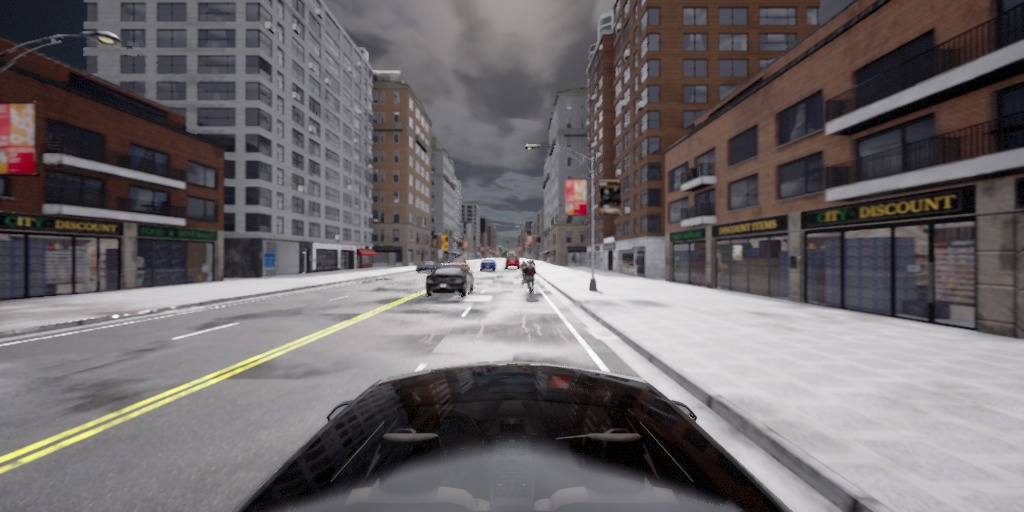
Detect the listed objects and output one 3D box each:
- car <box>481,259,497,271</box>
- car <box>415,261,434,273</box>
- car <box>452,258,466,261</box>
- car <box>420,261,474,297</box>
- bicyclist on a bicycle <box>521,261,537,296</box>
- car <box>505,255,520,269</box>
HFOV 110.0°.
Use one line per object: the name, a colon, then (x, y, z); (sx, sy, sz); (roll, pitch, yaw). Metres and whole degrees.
car: (-3.125, 1.187, 48.253); (1.882, 1.535, 5.008); (0, 0, 0)
car: (-9.813, 1.262, 42.177); (2.033, 1.411, 5.357); (0, 0, 0)
car: (-6.558, 1.063, 43.986); (2.097, 1.767, 4.553); (0, 0, 0)
car: (-3.141, 1.211, 18.853); (1.882, 1.535, 5.008); (0, 0, 0)
bicyclist on a bicycle: (0.901, 1.106, 17.551); (0.659, 1.776, 1.843); (0, 0, 0)
car: (0.081, 0.927, 56.020); (2.150, 2.045, 5.566); (0, 0, 1)
